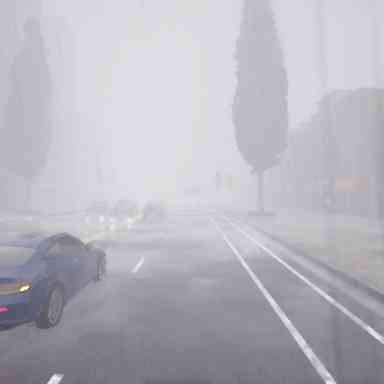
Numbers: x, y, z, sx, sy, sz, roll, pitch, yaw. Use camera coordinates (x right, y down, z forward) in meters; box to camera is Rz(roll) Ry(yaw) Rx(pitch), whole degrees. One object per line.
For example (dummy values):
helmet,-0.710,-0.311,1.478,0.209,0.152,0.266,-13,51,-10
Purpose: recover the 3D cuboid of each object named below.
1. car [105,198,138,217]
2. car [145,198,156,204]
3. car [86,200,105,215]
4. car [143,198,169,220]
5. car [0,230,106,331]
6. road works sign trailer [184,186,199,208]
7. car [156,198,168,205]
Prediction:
car,-6.583,1.446,32.478,2.097,1.767,4.553,0,0,0
car,-9.728,2.078,77.498,1.994,1.385,4.181,0,-1,0
car,-9.829,1.626,35.547,1.837,1.490,4.892,0,-1,0
car,-3.143,1.574,29.092,1.837,1.490,4.892,0,0,0
car,-3.149,1.512,6.792,1.812,1.442,4.674,0,0,0
road works sign trailer,0.016,0.782,54.271,2.380,3.560,2.880,0,-1,0
car,-6.479,2.123,73.053,2.128,1.511,4.902,0,-1,0
